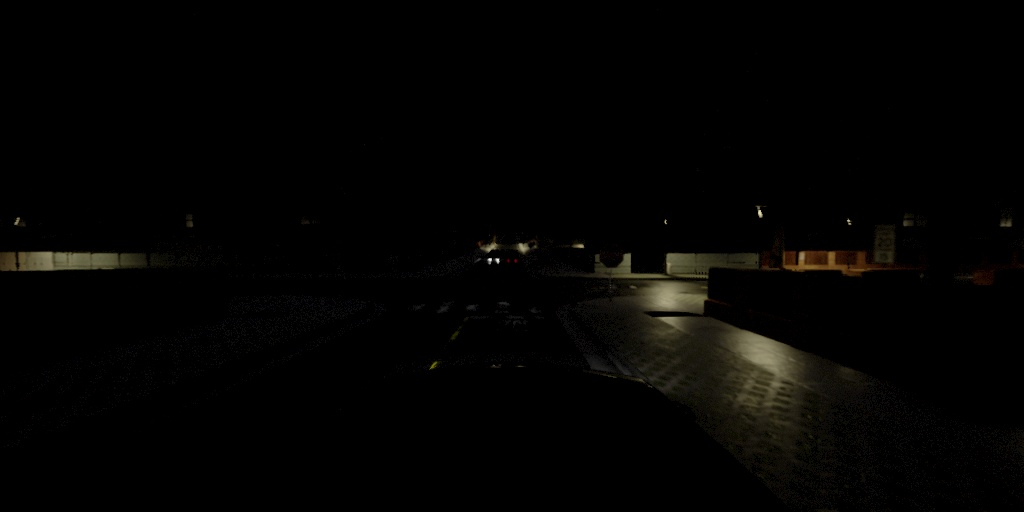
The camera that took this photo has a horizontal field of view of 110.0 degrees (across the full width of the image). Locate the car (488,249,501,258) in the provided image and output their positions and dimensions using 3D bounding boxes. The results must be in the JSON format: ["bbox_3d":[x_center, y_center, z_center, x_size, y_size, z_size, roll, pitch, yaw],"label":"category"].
[{"bbox_3d":[-2.742,-0.411,56.774,2.033,1.411,5.357,0,3,0],"label":"car"}]

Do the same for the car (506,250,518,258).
[{"bbox_3d":[0.008,-0.353,56.669,1.895,1.301,4.718,0,3,0],"label":"car"}]
